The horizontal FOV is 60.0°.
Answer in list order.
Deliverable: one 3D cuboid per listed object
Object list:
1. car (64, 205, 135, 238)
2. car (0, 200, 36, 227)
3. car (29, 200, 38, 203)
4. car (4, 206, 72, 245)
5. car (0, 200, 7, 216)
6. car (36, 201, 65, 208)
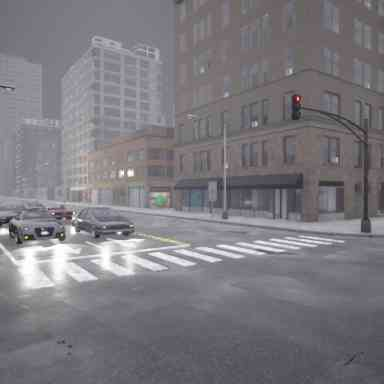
[{"bbox_3d":[-5.003,1.563,18.024,2.033,1.411,5.357,0,0,-35],"label":"car"},{"bbox_3d":[-12.753,1.565,23.393,2.033,1.411,5.357,0,0,-35],"label":"car"},{"bbox_3d":[-16.561,1.581,34.463,2.033,1.411,5.357,0,0,-36],"label":"car"},{"bbox_3d":[-7.442,1.574,15.840,1.994,1.385,4.181,0,0,-35],"label":"car"},{"bbox_3d":[-20.097,1.556,33.862,1.812,1.442,4.674,0,0,-35],"label":"car"},{"bbox_3d":[-10.517,1.625,25.866,1.895,1.301,4.718,0,0,-35],"label":"car"}]
